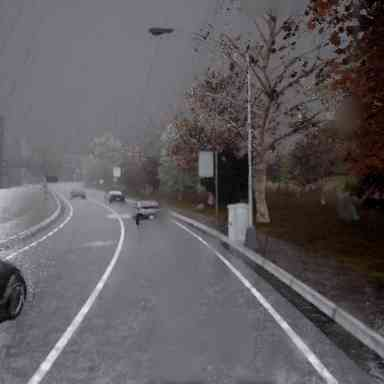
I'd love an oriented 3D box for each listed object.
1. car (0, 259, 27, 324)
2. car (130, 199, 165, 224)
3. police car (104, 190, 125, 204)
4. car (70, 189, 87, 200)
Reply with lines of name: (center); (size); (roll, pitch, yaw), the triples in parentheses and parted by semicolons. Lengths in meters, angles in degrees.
car: (-3.918, 1.554, 4.400); (1.994, 1.385, 4.181); (0, 0, -4)
car: (-2.987, 1.235, 22.216); (2.128, 1.511, 4.902); (1, 1, -14)
police car: (-9.575, 0.519, 40.942); (1.930, 1.638, 5.238); (1, 2, -23)
car: (-15.758, 0.245, 45.981); (2.033, 1.411, 5.357); (1, 1, -24)
